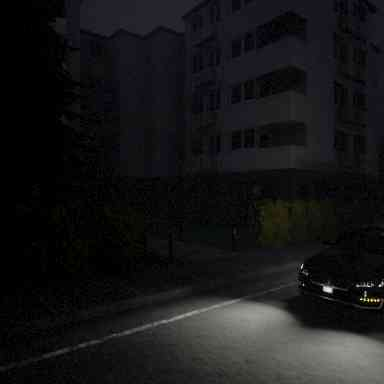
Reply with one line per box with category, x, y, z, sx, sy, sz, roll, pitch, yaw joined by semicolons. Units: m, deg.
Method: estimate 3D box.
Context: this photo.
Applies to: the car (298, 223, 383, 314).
car;4.342;1.505;7.511;4.892;1.490;1.837;0;0;-39
